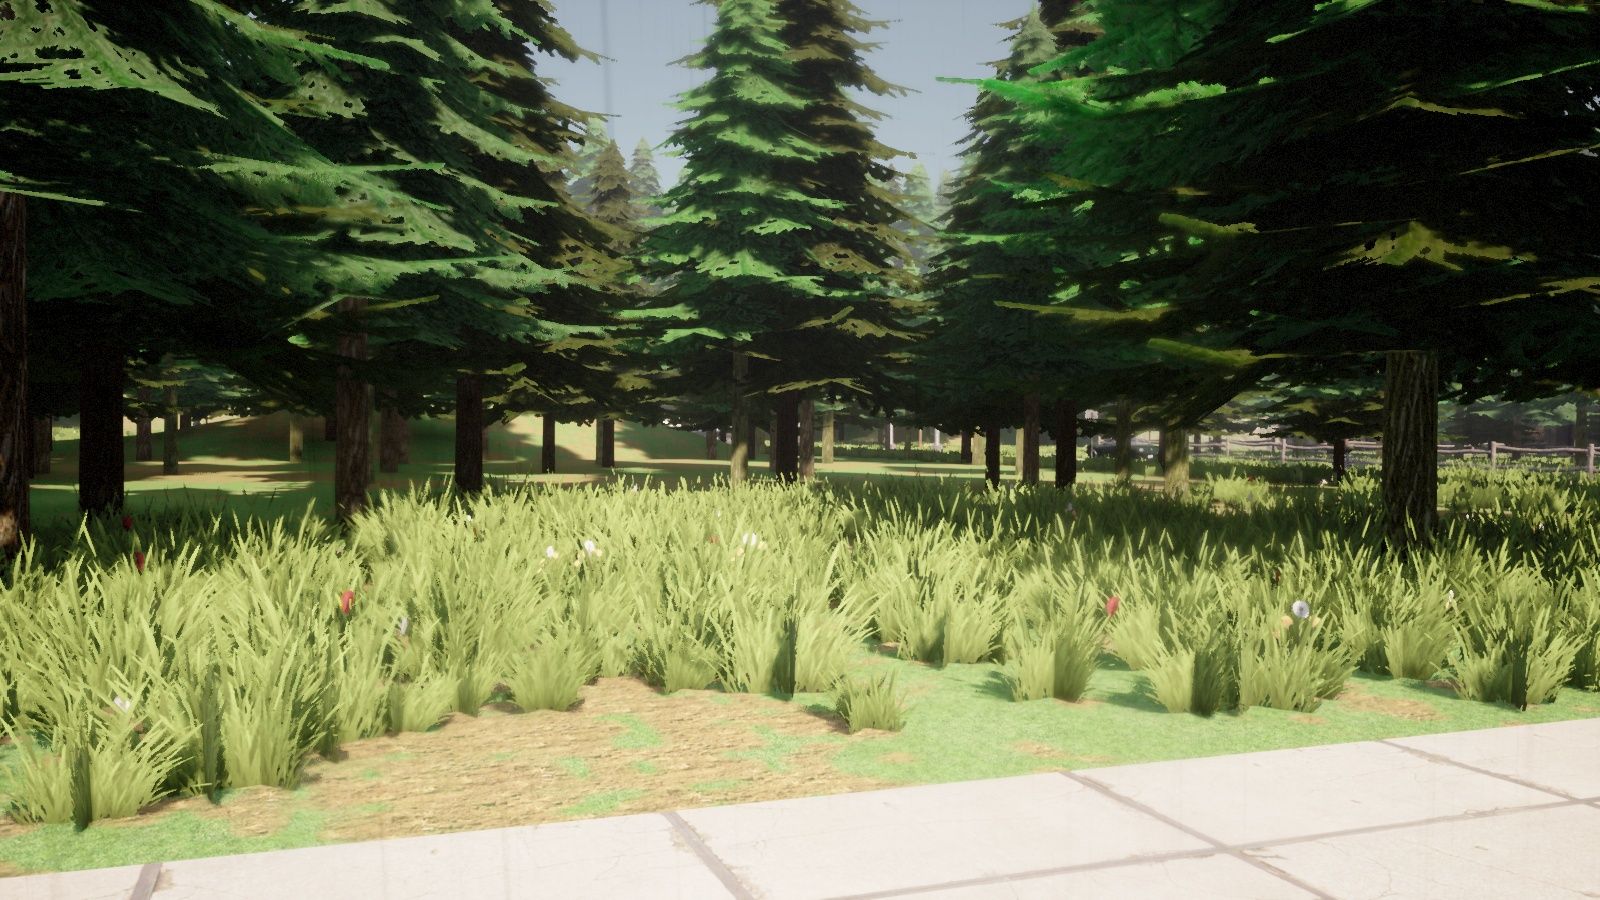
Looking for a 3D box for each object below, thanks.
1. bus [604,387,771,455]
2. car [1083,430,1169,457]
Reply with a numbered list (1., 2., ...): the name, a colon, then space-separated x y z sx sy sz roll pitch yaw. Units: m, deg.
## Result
1. bus: -7.301 -1.866 82.367 10.273 4.253 3.944 0 0 8
2. car: 16.733 -0.362 64.693 1.895 1.301 4.718 -1 1 -20
